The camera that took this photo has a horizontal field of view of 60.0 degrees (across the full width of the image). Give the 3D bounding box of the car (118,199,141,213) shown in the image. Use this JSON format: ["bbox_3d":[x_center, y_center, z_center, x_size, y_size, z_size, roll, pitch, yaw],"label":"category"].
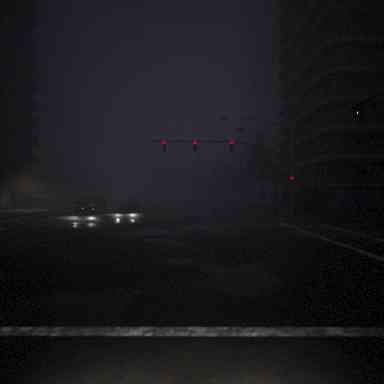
[{"bbox_3d":[-7.019,1.482,37.566,1.882,1.535,5.008,0,0,0],"label":"car"}]

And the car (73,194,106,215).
[{"bbox_3d":[-10.538,1.226,34.751,2.150,2.045,5.566,0,0,-1],"label":"car"}]
